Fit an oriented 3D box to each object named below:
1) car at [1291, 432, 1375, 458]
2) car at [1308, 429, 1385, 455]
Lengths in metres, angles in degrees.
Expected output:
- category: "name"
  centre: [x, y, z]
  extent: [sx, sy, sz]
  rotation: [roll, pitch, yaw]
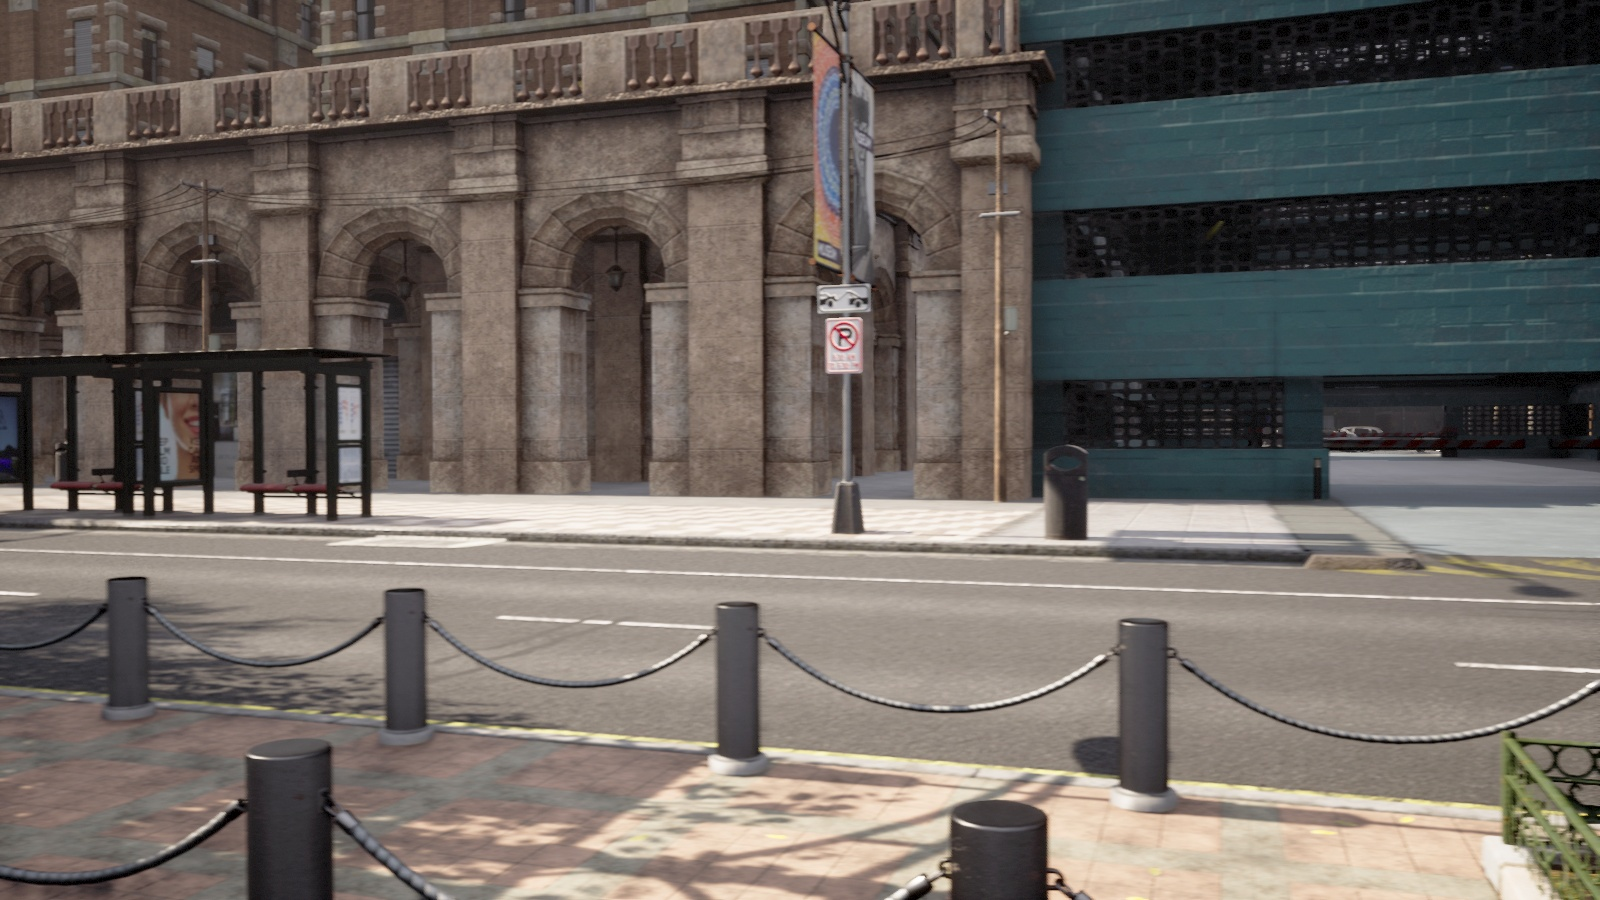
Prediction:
- category: "car"
  centre: [31.986, -0.322, 75.515]
  extent: [4.514, 1.525, 2.007]
  rotation: [0, 1, 18]
- category: "car"
  centre: [36.896, -0.559, 84.946]
  extent: [4.611, 1.667, 2.242]
  rotation: [0, 1, 18]
